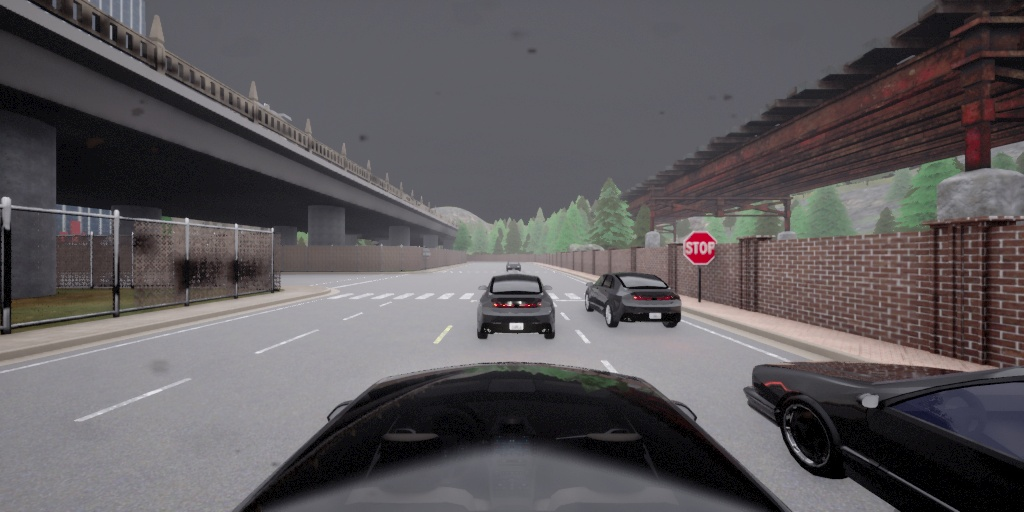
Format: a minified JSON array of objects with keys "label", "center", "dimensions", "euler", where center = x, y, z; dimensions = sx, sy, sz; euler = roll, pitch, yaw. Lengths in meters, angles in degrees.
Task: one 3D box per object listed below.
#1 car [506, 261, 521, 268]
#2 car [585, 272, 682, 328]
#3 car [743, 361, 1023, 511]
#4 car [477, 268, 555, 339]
[{"label":"car","center":[0.182,1.351,46.334],"dimensions":[1.895,1.301,4.718],"euler":[0,0,-1]},{"label":"car","center":[3.600,1.255,11.414],"dimensions":[1.837,1.490,4.892],"euler":[0,0,0]},{"label":"car","center":[3.600,1.297,1.668],"dimensions":[2.033,1.411,5.357],"euler":[0,0,0]},{"label":"car","center":[0.098,1.255,10.055],"dimensions":[1.837,1.490,4.892],"euler":[0,0,0]}]
